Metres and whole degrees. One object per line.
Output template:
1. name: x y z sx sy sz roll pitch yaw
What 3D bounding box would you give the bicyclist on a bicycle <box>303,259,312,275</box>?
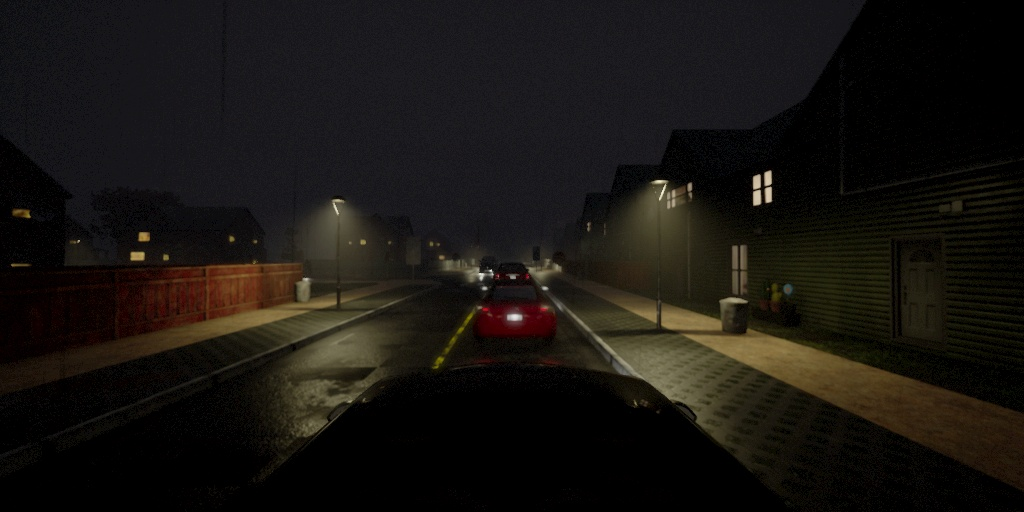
1. bicyclist on a bicycle: -20.279 1.147 35.625 0.582 1.620 1.656 0 0 -1

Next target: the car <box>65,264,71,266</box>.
1. car: -39.809 1.001 29.612 5.566 2.045 2.150 0 -1 0

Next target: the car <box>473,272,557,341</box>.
1. car: 0.078 1.326 9.923 1.994 1.385 4.181 0 0 0

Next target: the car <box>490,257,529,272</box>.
1. car: -0.069 1.130 20.713 2.097 1.767 4.553 0 0 -3

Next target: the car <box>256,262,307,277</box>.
1. car: -19.712 1.277 29.770 4.892 1.490 1.837 0 -1 -1

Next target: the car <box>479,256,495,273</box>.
1. car: -2.929 1.041 45.497 2.150 2.045 5.566 0 0 0
